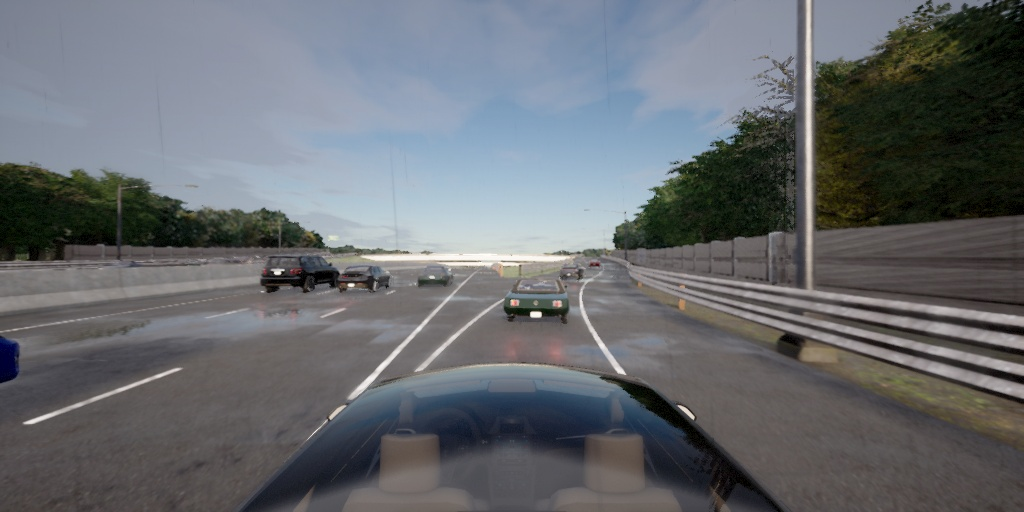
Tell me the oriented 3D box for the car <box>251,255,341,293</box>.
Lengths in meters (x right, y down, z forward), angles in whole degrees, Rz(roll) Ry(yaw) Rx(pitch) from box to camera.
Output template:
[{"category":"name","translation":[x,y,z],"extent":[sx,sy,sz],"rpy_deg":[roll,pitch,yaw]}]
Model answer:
[{"category":"car","translation":[-11.908,0.956,20.623],"extent":[2.150,2.045,5.566],"rpy_deg":[0,0,-4]}]

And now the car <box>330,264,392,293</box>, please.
[{"category":"car","translation":[-8.417,1.261,20.840],"extent":[1.837,1.490,4.892],"rpy_deg":[0,0,-4]}]

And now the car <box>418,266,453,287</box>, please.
[{"category":"car","translation":[-5.290,1.364,25.177],"extent":[1.994,1.385,4.181],"rpy_deg":[0,0,-4]}]

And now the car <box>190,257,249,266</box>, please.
[{"category":"car","translation":[-30.742,1.132,37.871],"extent":[2.097,1.767,4.553],"rpy_deg":[0,-1,-3]}]

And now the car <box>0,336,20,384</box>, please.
[{"category":"car","translation":[-7.203,0.932,2.052],"extent":[2.150,2.045,5.566],"rpy_deg":[0,0,-4]}]

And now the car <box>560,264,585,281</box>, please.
[{"category":"car","translation":[5.600,1.434,33.205],"extent":[2.128,1.511,4.902],"rpy_deg":[0,-1,16]}]

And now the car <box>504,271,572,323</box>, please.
[{"category":"car","translation":[0.965,1.379,12.323],"extent":[1.895,1.301,4.718],"rpy_deg":[0,0,7]}]

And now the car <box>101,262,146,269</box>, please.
[{"category":"car","translation":[-38.768,1.247,35.930],"extent":[1.994,1.385,4.181],"rpy_deg":[1,0,-18]}]
